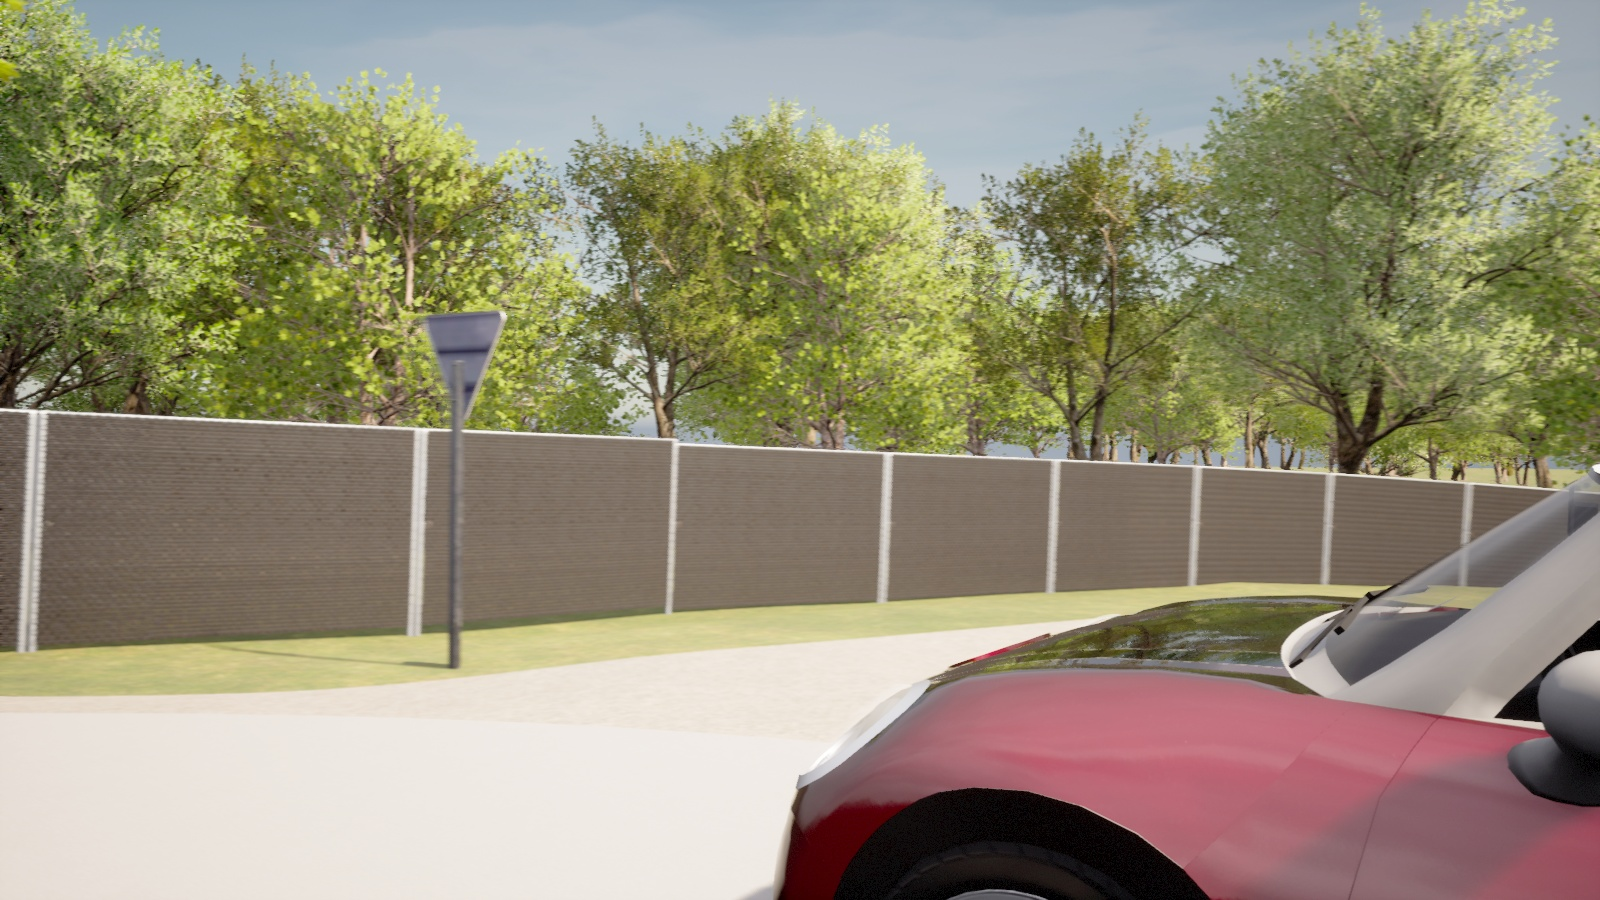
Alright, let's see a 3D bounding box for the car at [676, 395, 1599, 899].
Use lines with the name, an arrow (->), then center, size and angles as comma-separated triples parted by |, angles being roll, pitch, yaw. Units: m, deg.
car -> 1.883, 0.647, 2.356 | 3.806, 1.475, 1.970 | 0, 1, 33
